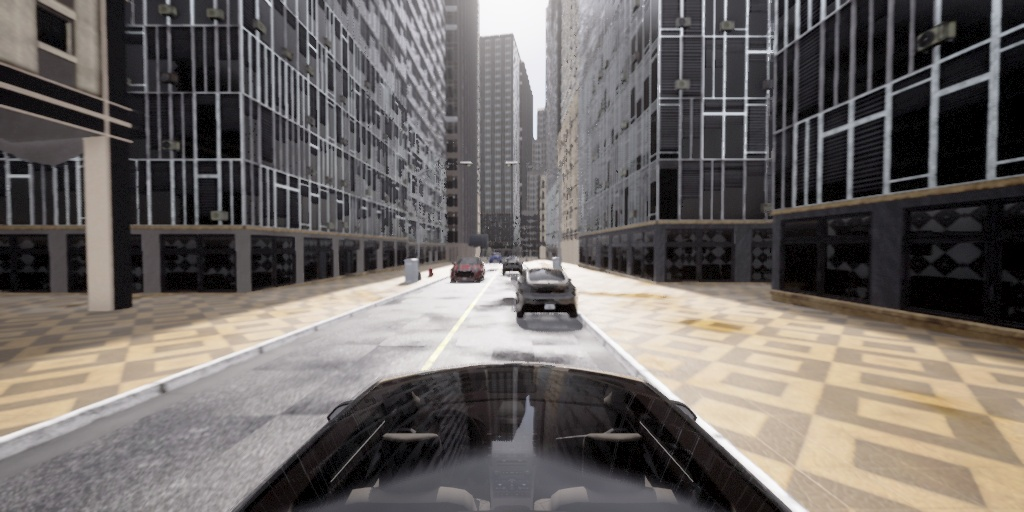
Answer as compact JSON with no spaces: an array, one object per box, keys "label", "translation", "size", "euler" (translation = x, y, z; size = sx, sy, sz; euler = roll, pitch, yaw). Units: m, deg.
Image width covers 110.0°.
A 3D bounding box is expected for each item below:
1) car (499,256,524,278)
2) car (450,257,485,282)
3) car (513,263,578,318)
[{"label":"car","translation":[0.036,0.926,33.850],"size":[1.837,1.490,4.892],"euler":[0,1,0]},{"label":"car","translation":[-3.096,0.855,25.594],"size":[2.097,1.767,4.553],"euler":[0,1,0]},{"label":"car","translation":[1.051,1.144,12.391],"size":[1.837,1.490,4.892],"euler":[0,1,0]}]
